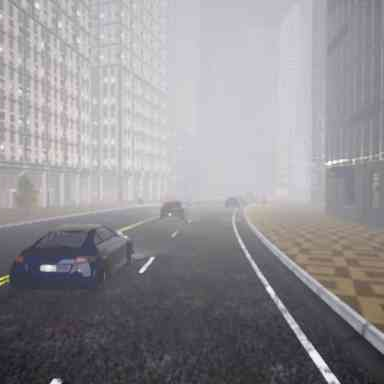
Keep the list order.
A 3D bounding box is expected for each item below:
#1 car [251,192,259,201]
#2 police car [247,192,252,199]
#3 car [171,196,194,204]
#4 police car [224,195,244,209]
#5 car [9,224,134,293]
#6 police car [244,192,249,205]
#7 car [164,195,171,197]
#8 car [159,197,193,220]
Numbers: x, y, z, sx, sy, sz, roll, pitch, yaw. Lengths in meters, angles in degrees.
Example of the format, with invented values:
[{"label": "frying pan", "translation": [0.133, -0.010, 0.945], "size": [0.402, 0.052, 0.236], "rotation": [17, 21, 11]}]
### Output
[{"label": "car", "translation": [13.582, 1.029, 77.175], "size": [2.150, 2.045, 5.566], "rotation": [1, 0, 18]}, {"label": "police car", "translation": [9.035, 1.303, 59.362], "size": [1.930, 1.638, 5.238], "rotation": [0, 0, 15]}, {"label": "car", "translation": [-1.078, 1.392, 49.594], "size": [2.033, 1.411, 5.357], "rotation": [0, 0, 13]}, {"label": "police car", "translation": [5.452, 1.327, 44.176], "size": [1.930, 1.638, 5.238], "rotation": [0, 0, 11]}, {"label": "car", "translation": [-2.874, 1.530, 8.838], "size": [1.994, 1.385, 4.181], "rotation": [0, 0, 2]}, {"label": "police car", "translation": [7.571, 1.312, 53.696], "size": [1.930, 1.638, 5.238], "rotation": [0, 0, 14]}, {"label": "car", "translation": [-3.693, 1.294, 52.658], "size": [1.882, 1.535, 5.008], "rotation": [0, 0, 13]}, {"label": "car", "translation": [-1.364, 1.421, 27.339], "size": [1.837, 1.490, 4.892], "rotation": [0, 0, 7]}]
